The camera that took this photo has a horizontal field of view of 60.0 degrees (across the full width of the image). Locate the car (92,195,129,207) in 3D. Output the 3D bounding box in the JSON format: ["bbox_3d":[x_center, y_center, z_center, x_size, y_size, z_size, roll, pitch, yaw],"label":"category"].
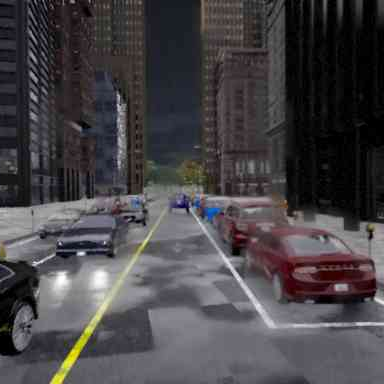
[{"bbox_3d":[-6.887,1.303,27.130,2.192,1.841,5.009,-1,0,-2],"label":"car"}]

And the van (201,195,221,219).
[{"bbox_3d":[1.834,1.261,23.205,1.690,1.788,3.998,-1,0,-2],"label":"van"}]

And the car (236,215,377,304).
[{"bbox_3d":[2.473,1.503,7.956,1.887,1.381,4.507,-1,0,-2],"label":"car"}]

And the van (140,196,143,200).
[{"bbox_3d":[-7.512,1.290,41.775,1.690,1.788,3.998,-1,0,-2],"label":"van"}]

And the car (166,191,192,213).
[{"bbox_3d":[-1.393,1.133,36.147,2.150,2.045,5.566,-1,0,-2],"label":"car"}]

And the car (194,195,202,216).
[{"bbox_3d":[1.622,1.222,28.288,2.192,1.841,5.009,-1,0,-2],"label":"car"}]

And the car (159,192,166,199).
[{"bbox_3d":[-6.325,1.083,78.952,2.128,1.511,4.902,-1,0,-2],"label":"car"}]

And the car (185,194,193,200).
[{"bbox_3d":[-0.808,1.250,84.663,1.752,1.417,4.829,-1,0,-2],"label":"car"}]

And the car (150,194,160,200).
[{"bbox_3d":[-9.310,1.357,83.956,2.008,1.369,4.403,-1,0,-2],"label":"car"}]

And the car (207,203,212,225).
[{"bbox_3d":[2.051,1.515,18.123,1.802,1.307,4.206,-1,0,-2],"label":"car"}]

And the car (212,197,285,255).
[{"bbox_3d":[2.257,1.261,13.039,2.192,1.841,5.009,-1,0,-2],"label":"car"}]

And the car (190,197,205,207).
[{"bbox_3d":[0.755,1.434,48.108,1.802,1.307,4.206,-1,0,-2],"label":"car"}]

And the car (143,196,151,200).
[{"bbox_3d":[-7.935,1.361,51.717,1.967,1.590,4.097,-1,0,-2],"label":"car"}]

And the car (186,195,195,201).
[{"bbox_3d":[-0.356,1.319,74.097,2.008,1.369,4.403,-1,0,-2],"label":"car"}]

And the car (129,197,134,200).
[{"bbox_3d":[-7.090,1.520,32.012,1.887,1.381,4.507,-1,0,-2],"label":"car"}]

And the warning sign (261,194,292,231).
[{"bbox_3d":[4.396,1.029,17.331,1.300,1.860,1.060,0,1,-2],"label":"warning sign"}]

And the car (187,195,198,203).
[{"bbox_3d":[0.089,1.371,63.701,1.947,1.339,4.313,-1,0,-2],"label":"car"}]

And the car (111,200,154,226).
[{"bbox_3d":[-4.021,1.538,23.050,1.994,1.385,4.181,-1,0,-2],"label":"car"}]

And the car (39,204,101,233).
[{"bbox_3d":[-6.464,1.564,17.367,2.008,1.369,4.403,-1,0,-2],"label":"car"}]

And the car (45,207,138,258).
[{"bbox_3d":[-3.604,1.547,13.102,2.033,1.411,5.357,-1,0,-3],"label":"car"}]

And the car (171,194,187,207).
[{"bbox_3d":[-1.921,1.226,48.627,2.097,1.767,4.553,-1,0,-2],"label":"car"}]

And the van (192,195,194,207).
[{"bbox_3d":[1.200,1.220,38.454,1.690,1.788,3.998,-1,0,-2],"label":"van"}]

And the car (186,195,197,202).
[{"bbox_3d":[-0.134,1.353,68.900,1.947,1.339,4.313,-1,0,-2],"label":"car"}]

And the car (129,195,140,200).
[{"bbox_3d":[-7.301,1.402,36.893,1.967,1.590,4.097,-1,0,-2],"label":"car"}]

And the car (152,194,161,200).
[{"bbox_3d":[-9.540,1.347,89.330,1.947,1.339,4.313,-1,0,-2],"label":"car"}]

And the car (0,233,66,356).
[{"bbox_3d":[-3.219,1.515,3.256,2.128,1.511,4.902,-1,0,-2],"label":"car"}]

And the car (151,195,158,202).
[{"bbox_3d":[-8.622,1.414,67.837,1.887,1.381,4.507,-1,0,-2],"label":"car"}]
